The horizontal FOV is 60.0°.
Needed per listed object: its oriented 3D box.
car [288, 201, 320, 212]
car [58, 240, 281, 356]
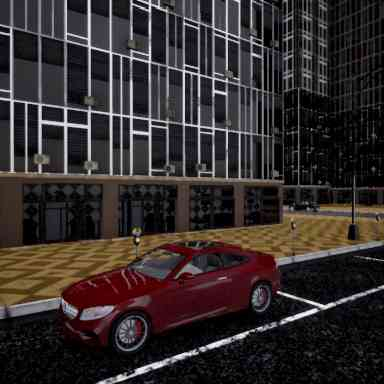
[{"bbox_3d":[15.216,1.905,45.338,2.008,1.369,4.403,-1,0,-36],"label":"car"},{"bbox_3d":[-0.154,1.582,5.992,4.206,1.307,1.802,0,0,-36],"label":"car"}]
